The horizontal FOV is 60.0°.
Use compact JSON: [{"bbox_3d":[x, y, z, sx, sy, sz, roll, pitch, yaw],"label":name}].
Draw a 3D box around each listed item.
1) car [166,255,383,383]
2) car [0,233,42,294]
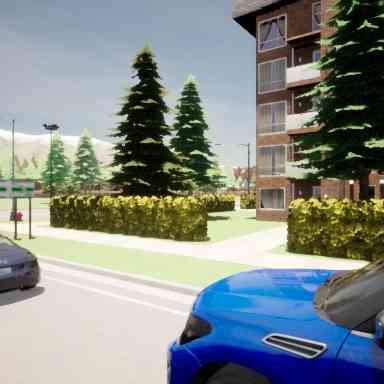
[{"bbox_3d":[2.411,1.221,2.269,5.566,2.045,2.150,0,0,36],"label":"car"},{"bbox_3d":[-5.428,1.564,7.832,4.181,1.385,1.994,0,0,36],"label":"car"}]
